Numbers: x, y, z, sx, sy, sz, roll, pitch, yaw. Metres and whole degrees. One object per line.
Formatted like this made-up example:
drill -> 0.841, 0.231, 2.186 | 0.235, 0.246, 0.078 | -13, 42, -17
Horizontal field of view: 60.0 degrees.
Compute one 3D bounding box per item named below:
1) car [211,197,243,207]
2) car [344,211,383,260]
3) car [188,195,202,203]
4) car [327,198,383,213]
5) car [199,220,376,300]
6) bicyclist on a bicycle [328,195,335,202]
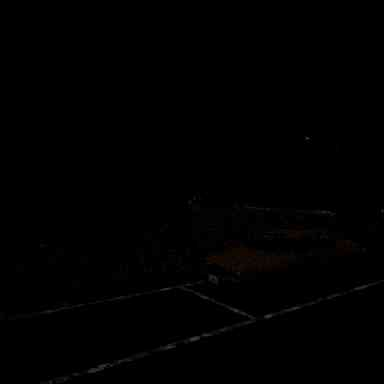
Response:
car -> 4.677, 1.288, 45.039 | 1.895, 1.301, 4.718 | 1, 0, -34
car -> 7.196, 1.547, 11.688 | 4.507, 1.381, 1.887 | 0, 1, -35
car -> -0.376, 1.195, 58.003 | 1.895, 1.301, 4.718 | 1, 0, -34
car -> 14.788, 1.341, 30.246 | 2.128, 1.511, 4.902 | 1, 0, -34
car -> 2.432, 1.527, 8.389 | 4.829, 1.417, 1.752 | 0, 1, -35
bicyclist on a bicycle -> 16.404, 1.158, 38.940 | 1.656, 1.620, 0.582 | 0, 0, -34
